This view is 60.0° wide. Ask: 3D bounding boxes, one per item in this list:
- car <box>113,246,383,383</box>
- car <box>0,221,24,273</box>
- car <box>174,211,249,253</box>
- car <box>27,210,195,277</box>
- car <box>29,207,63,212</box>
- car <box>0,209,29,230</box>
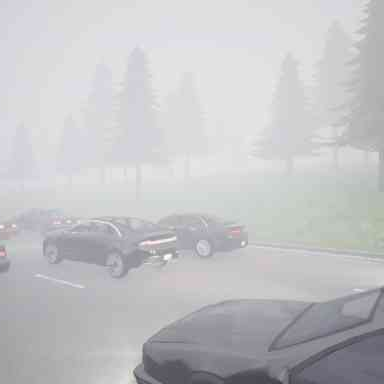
[{"bbox_3d":[2.019,1.547,2.556,5.357,1.411,2.033,0,0,35],"label":"car"},{"bbox_3d":[-7.001,1.548,8.960,5.357,1.411,2.033,0,0,35],"label":"car"},{"bbox_3d":[-0.231,1.505,12.744,4.892,1.490,1.837,0,0,35],"label":"car"},{"bbox_3d":[-2.613,1.492,10.139,4.902,1.511,2.128,0,0,35],"label":"car"},{"bbox_3d":[-8.194,1.547,18.358,5.357,1.411,2.033,0,0,38],"label":"car"},{"bbox_3d":[-10.303,1.547,15.641,5.357,1.411,2.033,0,0,33],"label":"car"}]
